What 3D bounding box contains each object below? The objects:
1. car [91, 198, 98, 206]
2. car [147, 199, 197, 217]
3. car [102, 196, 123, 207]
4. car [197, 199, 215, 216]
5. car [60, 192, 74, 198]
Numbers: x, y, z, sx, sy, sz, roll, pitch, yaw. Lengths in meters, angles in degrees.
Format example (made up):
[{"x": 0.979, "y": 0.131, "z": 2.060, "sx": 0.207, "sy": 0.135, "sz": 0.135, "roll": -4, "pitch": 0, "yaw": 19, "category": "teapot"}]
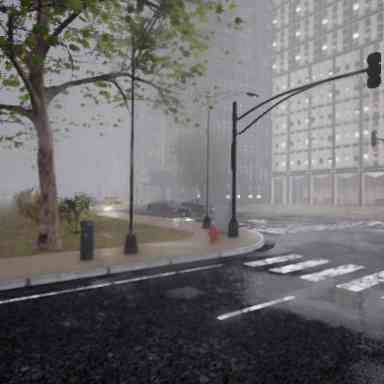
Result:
[{"x": -15.442, "y": 1.338, "z": 49.361, "sx": 1.837, "sy": 1.490, "sz": 4.892, "roll": 1, "pitch": -1, "yaw": -33, "category": "car"}, {"x": -2.129, "y": 1.415, "z": 29.376, "sx": 2.033, "sy": 1.411, "sz": 5.357, "roll": 1, "pitch": 0, "yaw": -34, "category": "car"}, {"x": -11.961, "y": 1.353, "z": 49.988, "sx": 1.882, "sy": 1.535, "sz": 5.008, "roll": 1, "pitch": -1, "yaw": -33, "category": "car"}, {"x": 0.637, "y": 1.400, "z": 31.090, "sx": 2.128, "sy": 1.511, "sz": 4.902, "roll": 1, "pitch": 0, "yaw": -34, "category": "car"}, {"x": -31.235, "y": 1.362, "z": 84.739, "sx": 2.128, "sy": 1.511, "sz": 4.902, "roll": 1, "pitch": 0, "yaw": -34, "category": "car"}]
